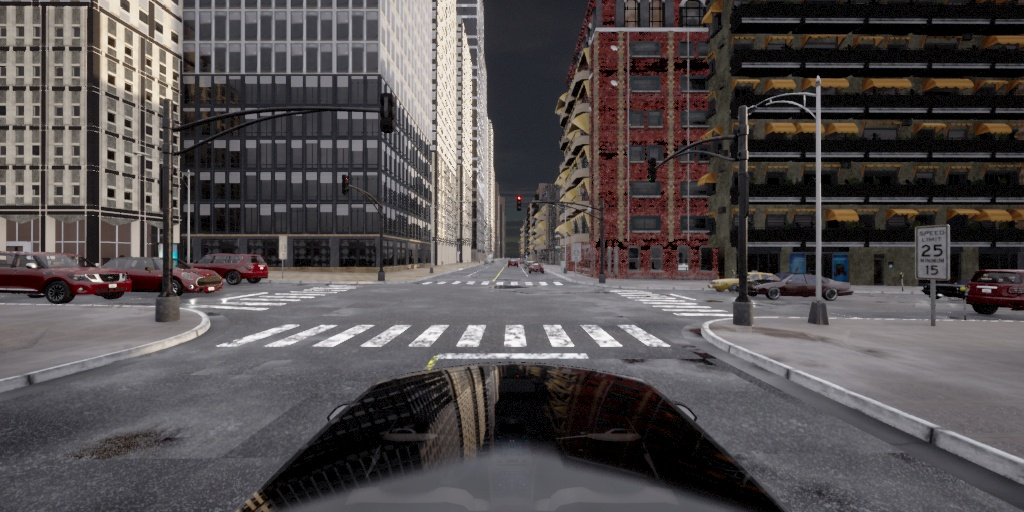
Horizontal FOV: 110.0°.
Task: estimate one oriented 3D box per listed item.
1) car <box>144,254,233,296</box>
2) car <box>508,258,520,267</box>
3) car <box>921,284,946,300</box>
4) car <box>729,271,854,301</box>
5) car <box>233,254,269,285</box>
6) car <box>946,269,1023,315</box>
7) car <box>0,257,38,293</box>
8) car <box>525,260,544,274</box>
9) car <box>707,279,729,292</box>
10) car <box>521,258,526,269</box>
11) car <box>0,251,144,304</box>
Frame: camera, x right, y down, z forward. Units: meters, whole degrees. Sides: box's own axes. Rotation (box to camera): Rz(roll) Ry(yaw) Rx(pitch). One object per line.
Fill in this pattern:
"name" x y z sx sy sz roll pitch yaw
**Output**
"car" -15.722 0.835 16.073 4.553 1.767 2.097 1 0 0
"car" 0.191 1.252 65.093 1.882 1.535 5.008 0 0 0
"car" 25.563 1.851 19.571 4.718 1.301 1.895 1 0 0
"car" 15.259 1.610 19.496 5.357 1.411 2.033 1 0 0
"car" -17.681 0.776 21.848 5.009 1.841 2.192 0 0 0
"car" 20.616 1.461 13.778 5.009 1.841 2.192 0 0 0
"car" -24.941 0.789 16.009 5.008 1.535 1.882 1 0 -1
"car" 2.799 1.341 41.798 1.802 1.307 4.207 0 0 0
"car" 14.660 1.587 22.083 4.829 1.417 1.751 0 0 0
"car" 2.767 1.317 54.715 2.007 1.370 4.403 0 0 0
"car" -17.558 0.757 13.469 5.009 1.841 2.192 0 0 0
